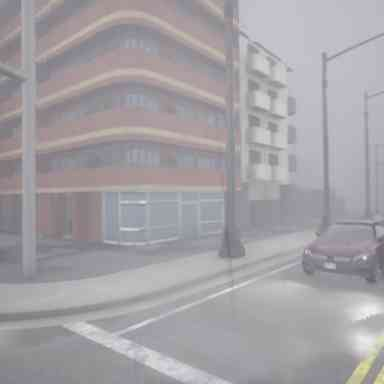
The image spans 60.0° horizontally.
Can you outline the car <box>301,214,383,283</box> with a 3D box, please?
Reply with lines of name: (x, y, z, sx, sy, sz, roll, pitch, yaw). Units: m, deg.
car: (4.983, 1.616, 10.211, 1.812, 1.442, 4.674, -1, -1, 40)
